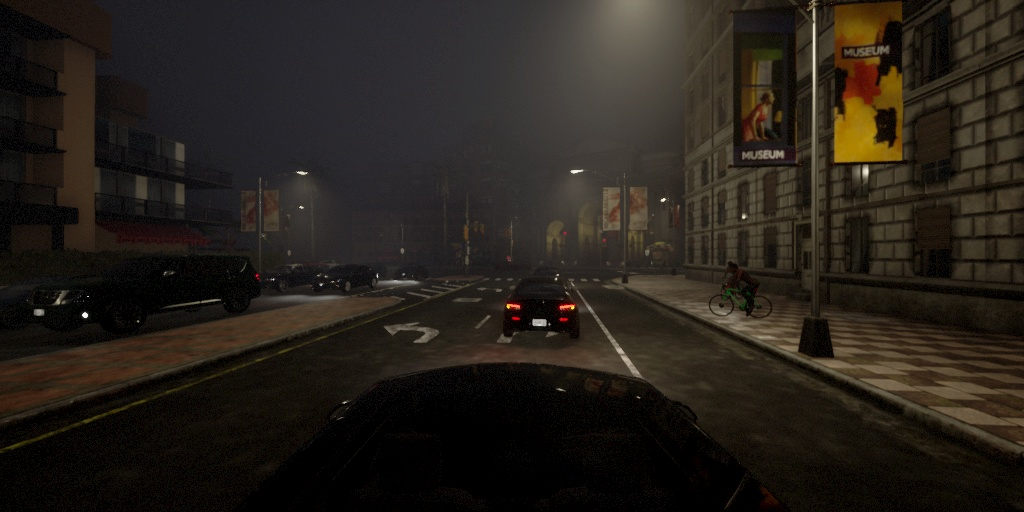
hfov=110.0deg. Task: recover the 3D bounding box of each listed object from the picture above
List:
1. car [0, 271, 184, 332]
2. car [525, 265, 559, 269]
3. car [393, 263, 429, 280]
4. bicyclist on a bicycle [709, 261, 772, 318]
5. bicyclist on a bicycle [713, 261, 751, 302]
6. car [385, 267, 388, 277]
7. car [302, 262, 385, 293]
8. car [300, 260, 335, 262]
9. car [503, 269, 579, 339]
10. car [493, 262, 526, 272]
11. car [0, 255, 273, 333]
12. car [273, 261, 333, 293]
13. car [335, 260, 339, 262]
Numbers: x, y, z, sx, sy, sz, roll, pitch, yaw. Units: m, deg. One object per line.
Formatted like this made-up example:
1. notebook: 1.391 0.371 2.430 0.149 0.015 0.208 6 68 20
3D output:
1. car: -14.225 1.296 11.573 2.033 1.411 5.357 0 0 7
2. car: 1.888 1.273 18.884 1.812 1.442 4.674 0 0 6
3. car: -8.656 1.309 31.025 1.994 1.385 4.181 0 0 3
4. bicyclist on a bicycle: 6.835 1.049 10.769 1.656 1.620 0.582 0 0 22
5. bicyclist on a bicycle: 9.246 1.048 15.035 1.656 1.620 0.582 0 0 -28
6. car: -12.405 1.293 31.519 2.033 1.411 5.357 0 0 -4
7. car: -9.632 1.252 21.012 1.837 1.490 4.892 0 0 7
8. car: -24.771 1.221 43.752 5.008 1.535 1.882 0 0 10
9. car: 0.859 1.274 10.039 1.812 1.442 4.674 0 0 7
10. car: 0.152 1.343 44.391 4.718 1.301 1.895 0 0 7
11. car: -10.733 0.970 11.157 2.150 2.045 5.566 0 0 8
12. car: -13.159 1.238 21.095 2.128 1.511 4.902 0 0 6
13. car: -23.547 1.268 47.270 4.674 1.442 1.812 0 0 7
